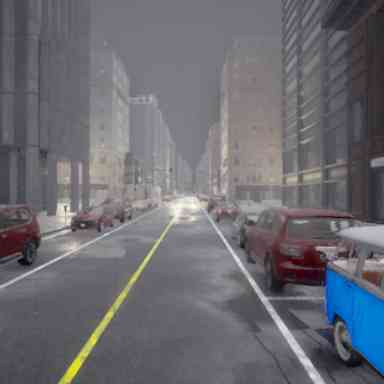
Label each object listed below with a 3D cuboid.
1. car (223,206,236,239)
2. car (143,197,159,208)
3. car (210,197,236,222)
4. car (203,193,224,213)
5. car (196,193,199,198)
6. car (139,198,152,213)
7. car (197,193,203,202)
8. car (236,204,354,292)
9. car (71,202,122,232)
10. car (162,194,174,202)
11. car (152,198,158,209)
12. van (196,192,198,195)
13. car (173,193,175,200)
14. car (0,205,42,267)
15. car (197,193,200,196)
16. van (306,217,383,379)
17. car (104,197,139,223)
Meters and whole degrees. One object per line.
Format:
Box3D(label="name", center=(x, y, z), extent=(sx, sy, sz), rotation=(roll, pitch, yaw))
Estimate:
Box3D(label="car", center=(2.677, 1.543, 14.452), extent=(2.008, 1.369, 4.403), rotation=(1, 0, 0))
Box3D(label="car", center=(-5.845, 1.504, 48.038), extent=(1.752, 1.417, 4.829), rotation=(1, 0, 0))
Box3D(label="car", center=(2.679, 1.427, 25.700), extent=(1.967, 1.590, 4.097), rotation=(1, 0, 0))
Box3D(label="car", center=(2.681, 1.298, 36.949), extent=(2.192, 1.841, 5.009), rotation=(1, 0, 0))
Box3D(label="car", center=(2.683, 1.549, 86.565), extent=(1.802, 1.307, 4.206), rotation=(1, 0, 0))
Box3D(label="car", center=(-5.846, 1.508, 36.789), extent=(1.752, 1.417, 4.829), rotation=(1, 0, 0))
Box3D(label="car", center=(2.682, 1.552, 75.218), extent=(1.802, 1.307, 4.206), rotation=(1, 0, 0))
Box3D(label="car", center=(2.679, 1.310, 8.827), extent=(2.192, 1.841, 5.009), rotation=(1, 0, 0))
Box3D(label="car", center=(-5.848, 1.534, 20.085), extent=(1.887, 1.381, 4.507), rotation=(1, 0, 0))
Box3D(label="car", center=(-5.844, 1.515, 75.228), extent=(1.887, 1.381, 4.507), rotation=(1, 0, 0))
Box3D(label="car", center=(-5.846, 1.526, 42.584), extent=(1.887, 1.381, 4.507), rotation=(1, 0, 0))
Box3D(label="van", center=(2.686, 1.307, 92.238), extent=(1.690, 1.788, 3.998), rotation=(1, 0, 0))
Box3D(label="car", center=(-5.843, 1.513, 80.901), extent=(1.887, 1.381, 4.507), rotation=(1, 0, 0))
Box3D(label="car", center=(-5.847, 1.310, 8.836), extent=(2.192, 1.841, 5.009), rotation=(1, 0, 0))
Box3D(label="car", center=(2.682, 1.550, 80.891), extent=(1.802, 1.307, 4.206), rotation=(1, 0, 0))
Box3D(label="van", center=(2.678, 1.339, 3.203), extent=(1.690, 1.788, 3.998), rotation=(1, 0, 0))
Box3D(label="car", center=(-5.845, 1.302, 25.710), extent=(2.192, 1.841, 5.009), rotation=(1, 0, 0))
